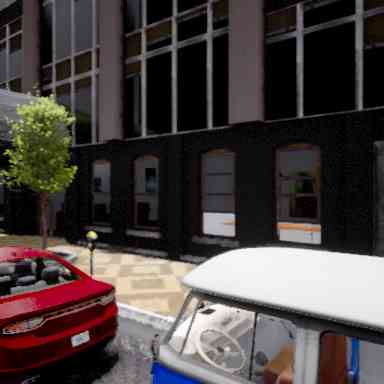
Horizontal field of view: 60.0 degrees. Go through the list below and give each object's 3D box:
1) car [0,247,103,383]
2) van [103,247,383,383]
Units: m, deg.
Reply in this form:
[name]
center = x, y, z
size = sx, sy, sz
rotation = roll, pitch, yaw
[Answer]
[car]
center = -3.083, 1.521, 5.073
size = 4.507, 1.381, 1.887
rotation = 0, 0, 35
[van]
center = 1.529, 1.343, 1.784
size = 3.998, 1.788, 1.690
rotation = 0, 0, 35
